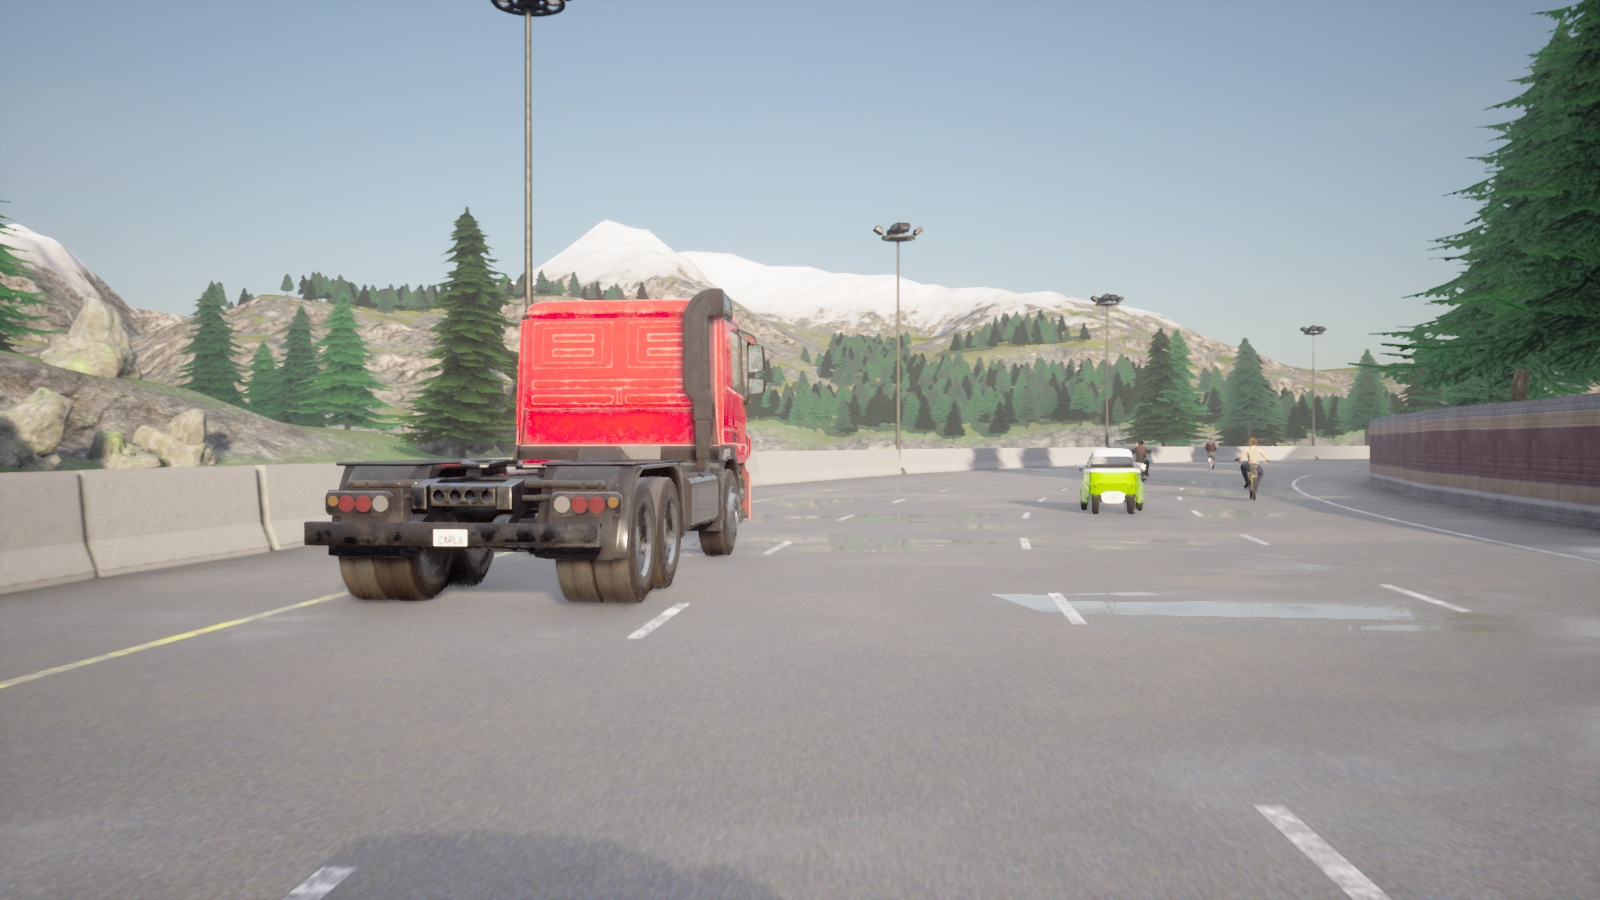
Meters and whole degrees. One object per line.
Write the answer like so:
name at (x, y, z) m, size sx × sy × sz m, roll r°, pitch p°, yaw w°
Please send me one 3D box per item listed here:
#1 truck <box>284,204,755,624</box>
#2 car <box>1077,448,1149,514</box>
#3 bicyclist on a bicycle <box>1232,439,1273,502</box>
truck at (-2.515, -0.320, 14.440) m, size 2.891 × 3.462 × 7.936 m, roll 0°, pitch 0°, yaw 6°
car at (6.871, 0.653, 27.669) m, size 1.481 × 1.376 × 2.207 m, roll 0°, pitch 1°, yaw 13°
bicyclist on a bicycle at (11.729, 0.513, 32.577) m, size 0.866 × 1.612 × 1.509 m, roll 0°, pitch 0°, yaw 15°
